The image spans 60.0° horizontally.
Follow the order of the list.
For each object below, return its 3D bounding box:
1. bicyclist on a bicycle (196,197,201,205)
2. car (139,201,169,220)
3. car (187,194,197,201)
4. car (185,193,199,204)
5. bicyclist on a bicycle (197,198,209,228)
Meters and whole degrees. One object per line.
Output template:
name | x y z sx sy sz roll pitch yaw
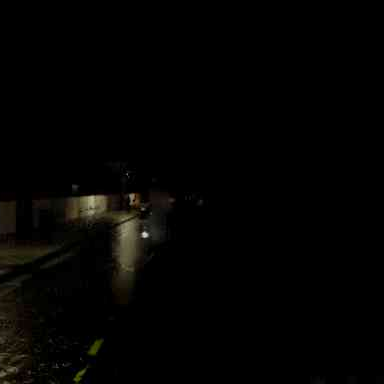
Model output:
bicyclist on a bicycle | 0.760 1.264 28.599 0.866 1.612 1.509 0 1 0
car | -2.844 1.408 25.875 1.994 1.385 4.181 0 0 0
car | 0.014 1.118 73.802 2.128 1.511 4.902 0 0 0
car | 0.105 1.203 56.518 1.812 1.442 4.674 0 0 0
bicyclist on a bicycle | 0.759 1.330 19.903 0.582 1.620 1.656 0 0 0
